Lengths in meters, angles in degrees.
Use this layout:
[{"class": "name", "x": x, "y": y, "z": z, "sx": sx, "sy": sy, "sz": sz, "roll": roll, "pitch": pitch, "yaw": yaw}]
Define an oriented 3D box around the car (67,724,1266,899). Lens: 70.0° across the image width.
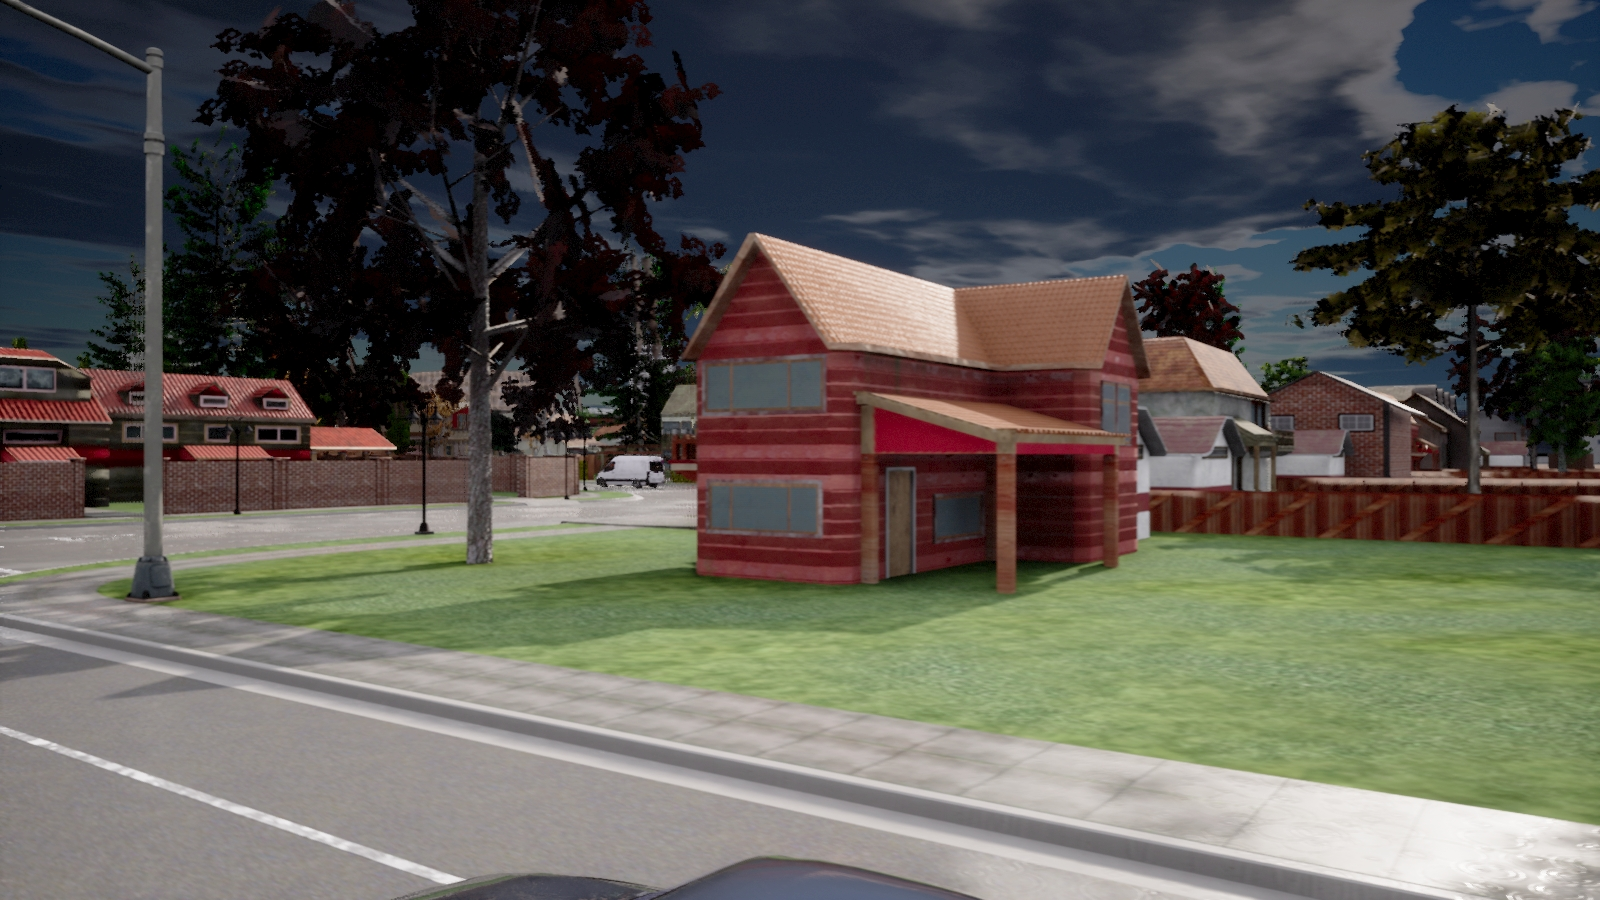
[{"class": "car", "x": -0.053, "y": 2.123, "z": 3.495, "sx": 5.357, "sy": 1.411, "sz": 2.033, "roll": 0, "pitch": 0, "yaw": 38}]
